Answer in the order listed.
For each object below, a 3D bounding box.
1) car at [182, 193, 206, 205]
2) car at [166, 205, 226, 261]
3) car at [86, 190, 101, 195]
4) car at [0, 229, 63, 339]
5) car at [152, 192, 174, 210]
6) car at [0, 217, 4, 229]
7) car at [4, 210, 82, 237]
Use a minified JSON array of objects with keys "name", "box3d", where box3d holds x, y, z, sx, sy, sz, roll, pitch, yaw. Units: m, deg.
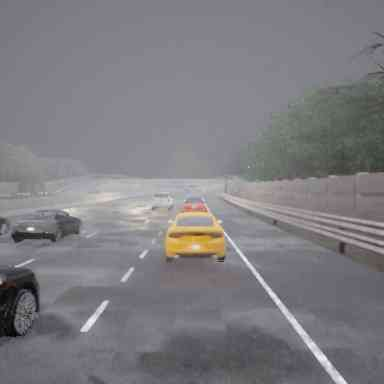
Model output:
[{"name":"car","box3d":[0.194,1.270,30.254,2.097,1.767,4.553,0,1,0]},{"name":"car","box3d":[0.116,1.470,12.245,1.882,1.535,5.008,0,0,0]},{"name":"car","box3d":[-20.519,0.473,69.198,2.097,1.767,4.553,0,1,1]},{"name":"car","box3d":[-3.499,1.489,3.720,2.128,1.511,4.902,0,0,0]},{"name":"car","box3d":[-3.348,1.032,38.897,2.150,2.045,5.566,0,1,0]},{"name":"car","box3d":[-10.375,1.494,15.364,1.837,1.490,4.892,0,0,0]},{"name":"car","box3d":[-6.873,1.553,16.188,1.994,1.385,4.181,0,0,0]}]
